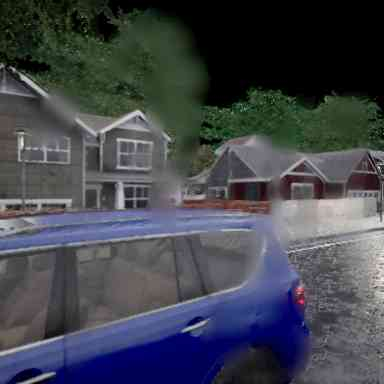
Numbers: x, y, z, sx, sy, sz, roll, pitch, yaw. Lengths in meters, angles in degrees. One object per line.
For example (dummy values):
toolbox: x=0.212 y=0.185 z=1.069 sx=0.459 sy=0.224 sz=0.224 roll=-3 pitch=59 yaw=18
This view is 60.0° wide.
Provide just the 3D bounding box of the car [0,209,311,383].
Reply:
car: x=-1.389 y=1.220 z=2.686 sx=5.566 sy=2.045 sz=2.150 roll=0 pitch=0 yaw=-35
